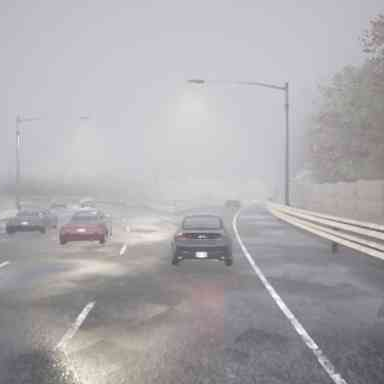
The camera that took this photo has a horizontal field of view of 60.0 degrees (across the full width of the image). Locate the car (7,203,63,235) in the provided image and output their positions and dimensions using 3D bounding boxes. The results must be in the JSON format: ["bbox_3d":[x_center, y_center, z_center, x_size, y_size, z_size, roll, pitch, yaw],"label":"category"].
[{"bbox_3d":[-9.104,1.589,19.307,1.994,1.385,4.181,0,0,-11],"label":"car"}]

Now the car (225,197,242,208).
[{"bbox_3d":[5.968,1.465,47.345,1.882,1.535,5.008,0,0,14],"label":"car"}]

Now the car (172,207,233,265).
[{"bbox_3d":[0.391,1.505,11.713,1.837,1.490,4.892,0,0,3],"label":"car"}]

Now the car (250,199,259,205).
[{"bbox_3d":[15.457,2.563,82.186,1.812,1.442,4.674,0,-4,17],"label":"car"}]

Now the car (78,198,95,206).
[{"bbox_3d":[-15.093,1.568,47.632,1.812,1.442,4.674,0,0,-26],"label":"car"}]

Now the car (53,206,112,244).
[{"bbox_3d":[-4.957,1.578,15.964,1.994,1.385,4.181,0,0,-9],"label":"car"}]

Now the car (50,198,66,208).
[{"bbox_3d":[-19.924,1.619,49.314,1.994,1.385,4.181,0,0,-28],"label":"car"}]
